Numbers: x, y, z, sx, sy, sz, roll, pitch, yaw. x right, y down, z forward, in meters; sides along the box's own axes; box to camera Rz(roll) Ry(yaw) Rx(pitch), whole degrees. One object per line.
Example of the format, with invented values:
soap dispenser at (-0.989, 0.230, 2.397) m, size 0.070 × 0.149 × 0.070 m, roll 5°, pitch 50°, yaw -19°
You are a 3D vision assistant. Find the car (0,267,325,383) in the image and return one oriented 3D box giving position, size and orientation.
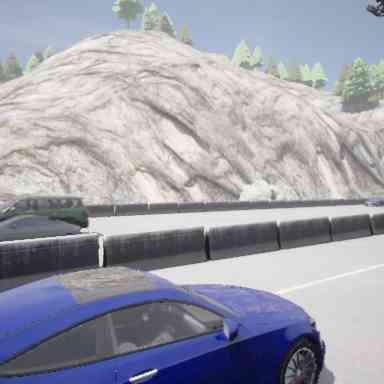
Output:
car at (-0.637, 1.524, 3.306) m, size 4.674 × 1.442 × 1.812 m, roll 0°, pitch 0°, yaw -36°

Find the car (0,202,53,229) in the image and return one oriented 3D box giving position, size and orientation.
car at (-11.774, 1.488, 21.389) m, size 4.902 × 1.511 × 2.128 m, roll 0°, pitch 0°, yaw -36°

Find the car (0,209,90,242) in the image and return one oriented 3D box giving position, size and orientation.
car at (-6.301, 1.561, 12.395) m, size 4.181 × 1.385 × 1.994 m, roll 0°, pitch 0°, yaw -35°

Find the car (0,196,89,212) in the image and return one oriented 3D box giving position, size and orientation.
car at (-7.696, 1.218, 15.700) m, size 5.566 × 2.045 × 2.150 m, roll 0°, pitch 0°, yaw -35°

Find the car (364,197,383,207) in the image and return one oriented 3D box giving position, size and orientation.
car at (27.360, 1.463, 49.189) m, size 4.674 × 1.442 × 1.812 m, roll 0°, pitch 0°, yaw -35°
